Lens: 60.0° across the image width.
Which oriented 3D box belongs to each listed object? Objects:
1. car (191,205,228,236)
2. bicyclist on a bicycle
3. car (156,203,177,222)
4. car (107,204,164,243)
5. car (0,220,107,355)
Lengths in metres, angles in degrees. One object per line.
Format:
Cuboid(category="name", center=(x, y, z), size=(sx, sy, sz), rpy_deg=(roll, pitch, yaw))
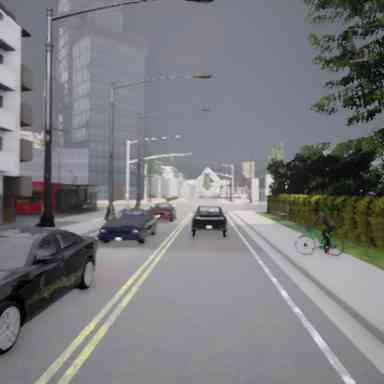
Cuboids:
Cuboid(category="car", center=(0.974, 1.512, 18.812), size=(2.128, 1.511, 4.902), rpy_deg=(1, 0, 3))
Cuboid(category="bicyclist on a bicycle", center=(4.344, 1.359, 11.302), size=(1.656, 1.620, 0.582), rpy_deg=(1, 0, 3))
Cuboid(category="car", center=(-2.335, 1.550, 26.195), size=(1.994, 1.385, 4.181), rpy_deg=(1, 0, 3))
Cuboid(category="car", center=(-2.858, 1.522, 16.164), size=(2.033, 1.411, 5.357), rpy_deg=(1, 0, 3))
Cuboid(category="car", center=(-3.354, 1.442, 6.248), size=(1.882, 1.535, 5.008), rpy_deg=(1, 0, 3))
